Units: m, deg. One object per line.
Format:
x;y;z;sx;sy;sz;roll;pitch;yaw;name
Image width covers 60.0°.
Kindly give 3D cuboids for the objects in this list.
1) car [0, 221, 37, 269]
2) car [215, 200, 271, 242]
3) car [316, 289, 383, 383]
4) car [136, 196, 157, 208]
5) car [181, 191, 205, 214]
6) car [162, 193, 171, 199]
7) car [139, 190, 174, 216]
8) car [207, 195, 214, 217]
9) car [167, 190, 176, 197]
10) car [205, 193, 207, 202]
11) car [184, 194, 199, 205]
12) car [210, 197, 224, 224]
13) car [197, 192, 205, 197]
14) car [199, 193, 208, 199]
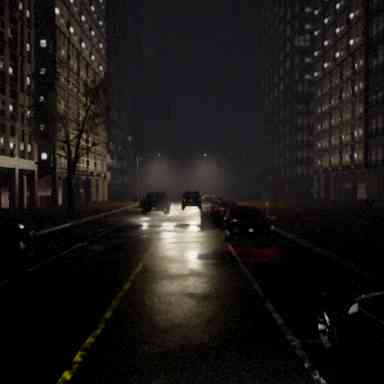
-5.708;1.491;8.750;1.947;1.339;4.313;-1;0;0;car
2.345;1.344;15.664;1.882;1.535;5.008;0;0;0;car
2.679;1.539;3.118;1.947;1.339;4.313;-1;0;0;car
-5.741;1.186;42.596;2.008;1.369;4.403;-1;0;0;car
-0.014;0.908;36.782;2.150;2.045;5.566;0;1;1;car
-5.774;0.864;76.274;1.752;1.417;4.829;-1;1;0;car
-3.127;0.965;29.913;2.150;2.045;5.566;0;1;0;car
2.651;1.256;31.500;1.752;1.417;4.829;-1;0;0;car
-5.793;0.499;93.365;2.192;1.841;5.009;-1;1;0;car
2.629;1.081;53.901;1.887;1.381;4.507;-1;1;0;car
-0.048;1.071;49.089;2.128;1.511;4.902;0;1;0;car
2.656;1.326;25.688;1.887;1.381;4.507;-1;0;0;car
2.590;0.735;93.399;2.008;1.369;4.403;-1;1;0;car
2.607;0.888;76.471;2.008;1.369;4.403;-1;1;0;car
